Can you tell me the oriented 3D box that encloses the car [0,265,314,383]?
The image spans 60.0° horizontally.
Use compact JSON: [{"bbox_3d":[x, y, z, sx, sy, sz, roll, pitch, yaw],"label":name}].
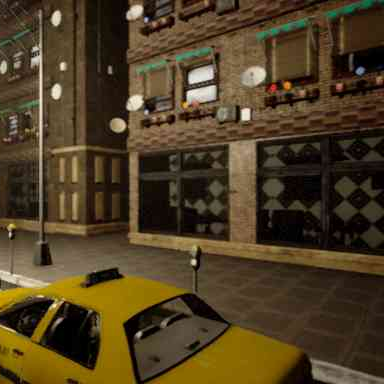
[{"bbox_3d":[-1.175,1.524,3.717,4.829,1.417,1.752,0,0,36],"label":"car"}]
